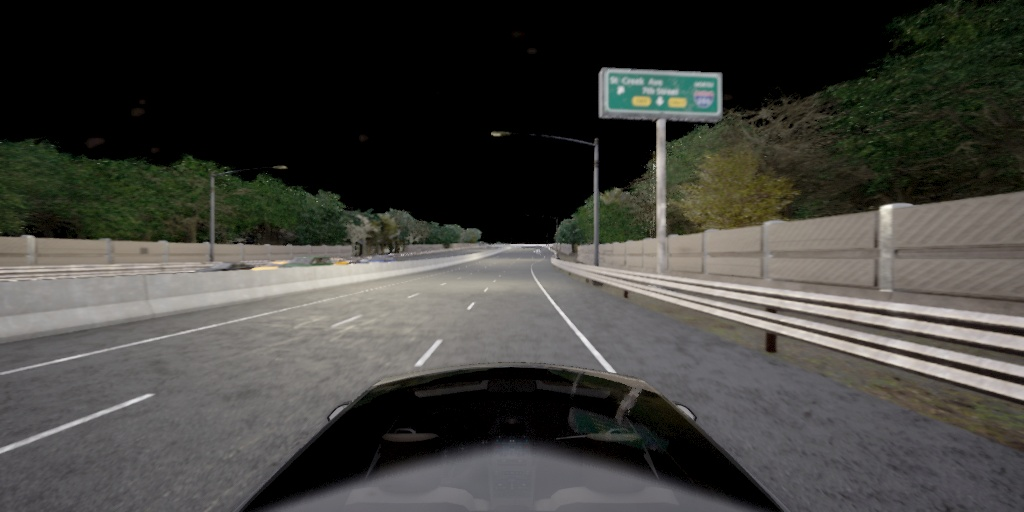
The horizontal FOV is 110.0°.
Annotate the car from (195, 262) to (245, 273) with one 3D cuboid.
[{"bbox_3d":[-24.245,1.254,30.572,1.882,1.535,5.008,0,0,2],"label":"car"}]

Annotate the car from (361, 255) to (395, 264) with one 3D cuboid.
[{"bbox_3d":[-16.760,0.910,46.013,2.150,2.045,5.566,0,1,3],"label":"car"}]

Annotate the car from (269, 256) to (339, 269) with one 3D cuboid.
[{"bbox_3d":[-17.260,1.007,30.237,2.150,2.045,5.566,0,0,1],"label":"car"}]

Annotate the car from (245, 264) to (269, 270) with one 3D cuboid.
[{"bbox_3d":[-20.708,1.255,31.874,1.882,1.535,5.008,0,0,2],"label":"car"}]

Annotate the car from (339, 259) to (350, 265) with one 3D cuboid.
[{"bbox_3d":[-23.667,1.135,48.021,1.882,1.535,5.008,0,1,3],"label":"car"}]

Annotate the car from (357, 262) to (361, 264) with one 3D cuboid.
[{"bbox_3d":[-20.078,1.159,49.953,1.812,1.442,4.674,0,1,3],"label":"car"}]
